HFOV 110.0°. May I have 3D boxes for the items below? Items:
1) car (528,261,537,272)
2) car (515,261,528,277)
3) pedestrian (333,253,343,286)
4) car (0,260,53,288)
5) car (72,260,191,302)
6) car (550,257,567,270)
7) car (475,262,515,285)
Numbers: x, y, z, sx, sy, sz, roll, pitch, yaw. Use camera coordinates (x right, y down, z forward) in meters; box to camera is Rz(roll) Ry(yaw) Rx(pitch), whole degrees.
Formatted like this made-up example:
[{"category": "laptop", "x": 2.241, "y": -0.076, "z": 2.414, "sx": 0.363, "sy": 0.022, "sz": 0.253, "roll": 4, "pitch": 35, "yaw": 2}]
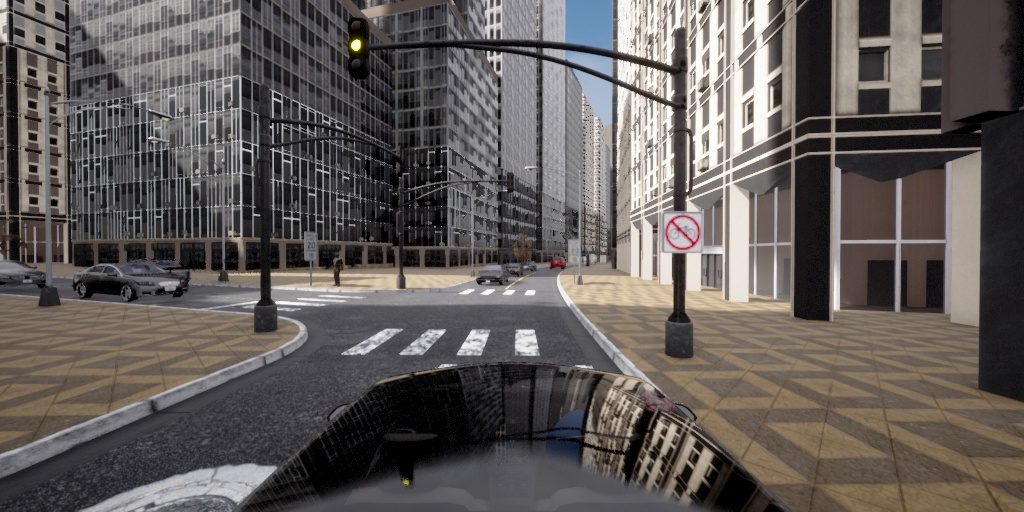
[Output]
[{"category": "car", "x": 2.177, "y": 1.363, "z": 48.201, "sx": 2.128, "sy": 1.511, "sz": 4.902, "roll": 0, "pitch": 0, "yaw": 12}, {"category": "car", "x": 0.118, "y": 1.363, "z": 36.969, "sx": 2.033, "sy": 1.411, "sz": 5.357, "roll": 0, "pitch": 0, "yaw": 9}, {"category": "pedestrian", "x": -9.513, "y": 0.716, "z": 19.490, "sx": 0.375, "sy": 1.860, "sz": 0.375, "roll": 0, "pitch": 0, "yaw": 16}, {"category": "car", "x": -25.921, "y": 0.940, "z": 18.198, "sx": 4.674, "sy": 1.442, "sz": 1.812, "roll": 1, "pitch": 1, "yaw": 17}, {"category": "car", "x": -16.362, "y": 1.043, "z": 15.395, "sx": 4.902, "sy": 1.511, "sz": 2.128, "roll": 1, "pitch": 1, "yaw": 16}, {"category": "car", "x": 7.636, "y": 1.162, "z": 58.802, "sx": 2.150, "sy": 2.045, "sz": 5.566, "roll": 0, "pitch": 0, "yaw": 14}, {"category": "car", "x": -1.300, "y": 1.327, "z": 26.766, "sx": 2.033, "sy": 1.411, "sz": 5.357, "roll": 0, "pitch": 0, "yaw": 7}]
